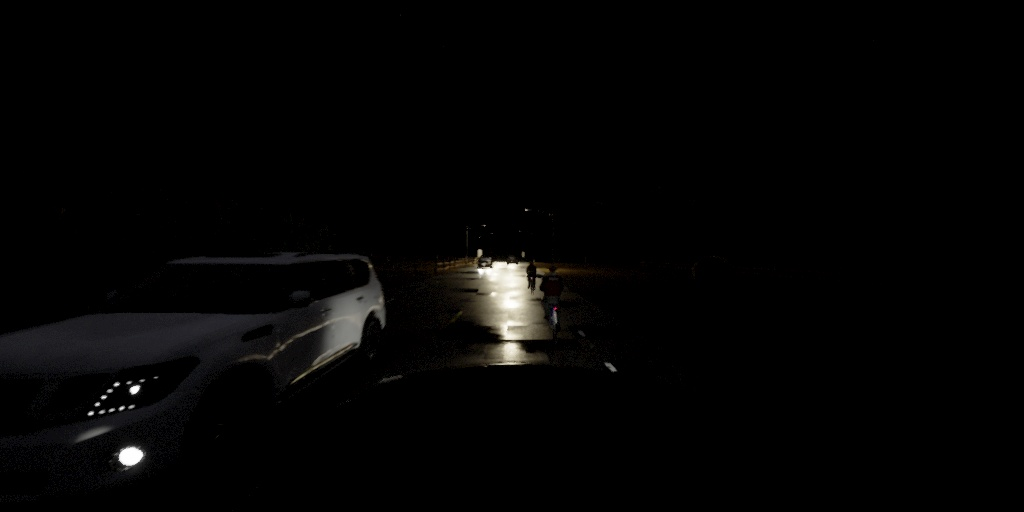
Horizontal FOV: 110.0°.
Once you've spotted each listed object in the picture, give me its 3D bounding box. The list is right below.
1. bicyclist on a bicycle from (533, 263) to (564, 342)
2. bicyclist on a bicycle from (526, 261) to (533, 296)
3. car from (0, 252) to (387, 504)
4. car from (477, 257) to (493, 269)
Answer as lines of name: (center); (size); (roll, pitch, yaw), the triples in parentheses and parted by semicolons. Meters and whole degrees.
bicyclist on a bicycle: (0.966, 1.081, 8.785); (0.659, 1.776, 1.843); (0, 1, 0)
bicyclist on a bicycle: (0.966, 1.095, 17.529); (0.582, 1.620, 1.656); (0, 0, 0)
car: (-3.597, 0.956, 5.043); (2.150, 2.045, 5.566); (0, 0, 0)
car: (-3.575, 0.948, 48.545); (2.128, 1.511, 4.902); (0, 0, 0)
